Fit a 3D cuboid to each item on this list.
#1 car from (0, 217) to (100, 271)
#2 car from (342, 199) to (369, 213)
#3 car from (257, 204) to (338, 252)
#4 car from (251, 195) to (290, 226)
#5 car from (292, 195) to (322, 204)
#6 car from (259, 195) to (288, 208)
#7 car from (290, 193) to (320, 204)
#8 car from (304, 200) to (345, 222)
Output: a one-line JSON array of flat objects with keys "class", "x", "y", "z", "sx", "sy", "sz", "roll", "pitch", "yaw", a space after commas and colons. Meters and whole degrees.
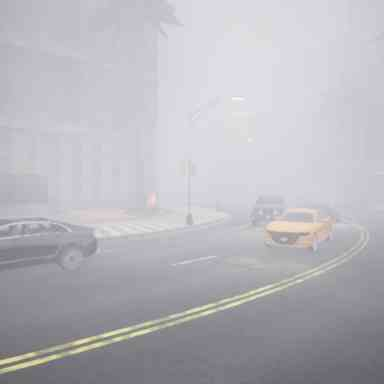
[{"class": "car", "x": -5.079, "y": 1.492, "z": 9.317, "sx": 4.902, "sy": 1.511, "sz": 2.128, "roll": 0, "pitch": 0, "yaw": -39}, {"class": "car", "x": 17.708, "y": 1.491, "z": 37.171, "sx": 2.128, "sy": 1.511, "sz": 4.902, "roll": 0, "pitch": 0, "yaw": -3}, {"class": "car", "x": 4.718, "y": 1.478, "z": 14.311, "sx": 1.882, "sy": 1.535, "sz": 5.008, "roll": 0, "pitch": 0, "yaw": 33}, {"class": "car", "x": 5.522, "y": 1.223, "z": 23.384, "sx": 2.150, "sy": 2.045, "sz": 5.566, "roll": 0, "pitch": 0, "yaw": 17}, {"class": "car", "x": 14.011, "y": 1.477, "z": 39.344, "sx": 1.882, "sy": 1.535, "sz": 5.008, "roll": 0, "pitch": 0, "yaw": -5}, {"class": "car", "x": 11.901, "y": 1.352, "z": 48.684, "sx": 2.097, "sy": 1.767, "sz": 4.553, "roll": 0, "pitch": 0, "yaw": -17}, {"class": "car", "x": 16.112, "y": 1.221, "z": 47.262, "sx": 2.150, "sy": 2.045, "sz": 5.566, "roll": 0, "pitch": 0, "yaw": -15}, {"class": "car", "x": 10.240, "y": 1.564, "z": 25.948, "sx": 1.994, "sy": 1.385, "sz": 4.181, "roll": 0, "pitch": 0, "yaw": 13}]
